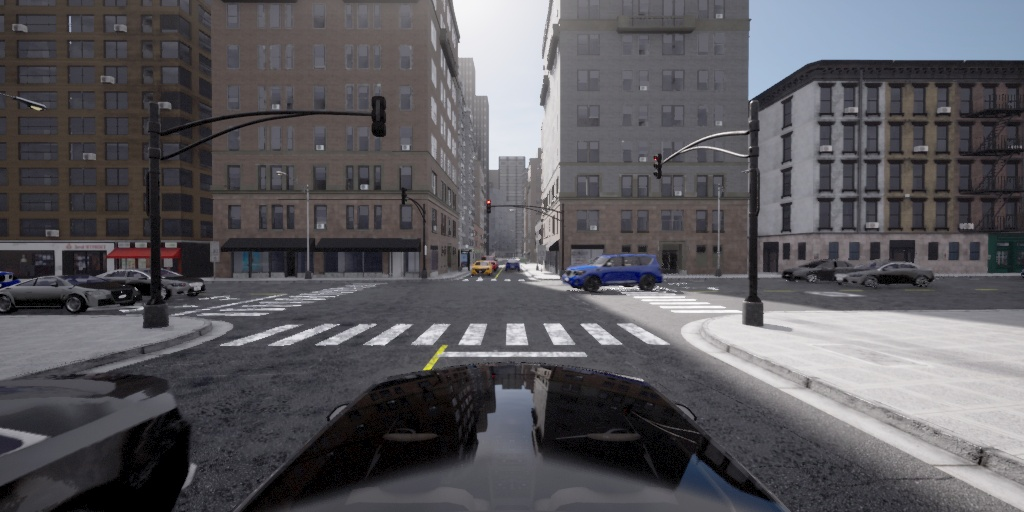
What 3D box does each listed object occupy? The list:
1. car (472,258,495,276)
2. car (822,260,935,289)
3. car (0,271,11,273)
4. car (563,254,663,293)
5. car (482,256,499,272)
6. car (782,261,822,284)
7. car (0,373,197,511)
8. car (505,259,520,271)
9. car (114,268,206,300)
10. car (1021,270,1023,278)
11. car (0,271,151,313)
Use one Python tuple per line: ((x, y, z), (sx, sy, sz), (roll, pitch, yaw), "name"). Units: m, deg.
((-3.100, 1.234, 37.548), (1.882, 1.535, 5.008), (0, 0, 0), "car")
((21.802, 1.077, 21.164), (4.902, 1.511, 2.128), (0, 1, 0), "car")
((-27.872, 1.111, 17.472), (5.566, 2.045, 2.150), (0, 1, -1), "car")
((5.669, 0.918, 20.177), (5.566, 2.045, 2.150), (0, 0, -13), "car")
((-3.104, 0.984, 47.504), (2.150, 2.045, 5.566), (0, 0, 0), "car")
((21.162, 1.060, 24.411), (4.892, 1.490, 1.837), (0, 1, 0), "car")
((-3.058, 1.243, 0.316), (2.128, 1.511, 4.902), (0, 0, 1), "car")
((0.083, 1.242, 50.087), (1.882, 1.535, 5.008), (0, 0, 0), "car")
((-17.790, 1.335, 17.538), (4.902, 1.511, 2.128), (0, 1, 1), "car")
((37.973, 0.962, 24.473), (4.674, 1.442, 1.812), (0, 1, 0), "car")
((-17.522, 1.441, 14.279), (4.181, 1.385, 1.994), (0, 1, 0), "car")
